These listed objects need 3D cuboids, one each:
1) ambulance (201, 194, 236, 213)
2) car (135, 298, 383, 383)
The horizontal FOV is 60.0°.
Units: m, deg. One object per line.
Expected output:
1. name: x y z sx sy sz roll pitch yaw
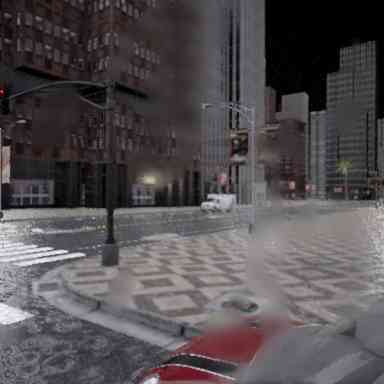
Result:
1. ambulance: 3.612 1.536 45.381 2.351 2.431 6.366 0 -1 35
2. car: 1.392 1.441 1.968 4.097 1.590 1.967 0 0 35
